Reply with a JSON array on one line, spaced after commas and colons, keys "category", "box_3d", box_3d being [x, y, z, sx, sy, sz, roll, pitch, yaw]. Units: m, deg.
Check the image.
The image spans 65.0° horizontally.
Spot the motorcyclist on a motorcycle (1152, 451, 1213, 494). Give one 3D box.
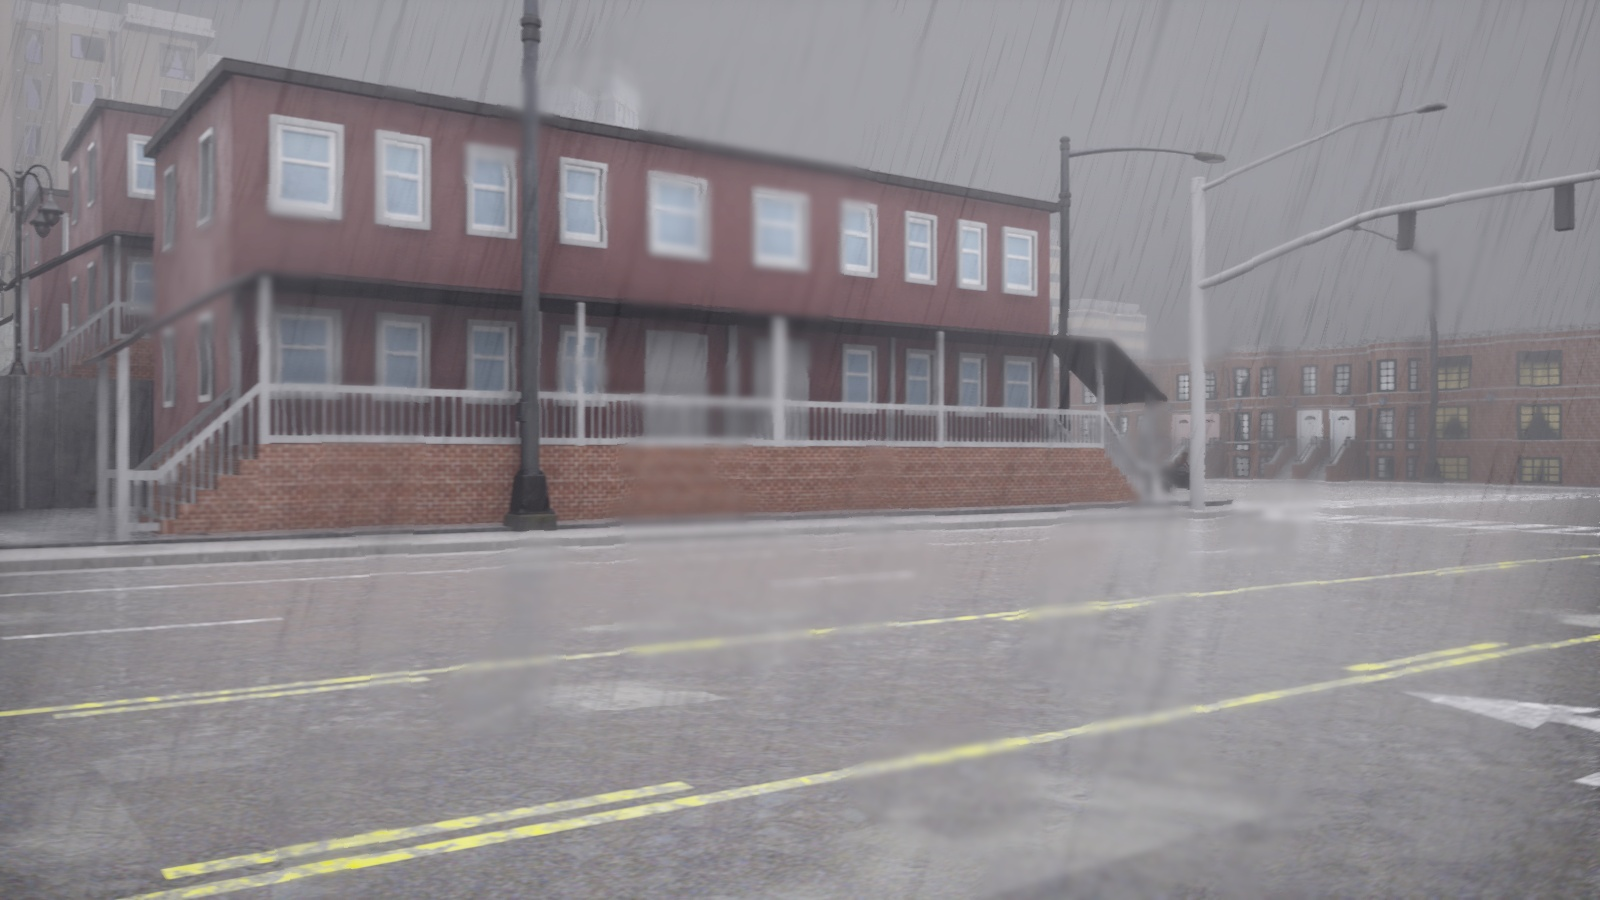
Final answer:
[{"category": "motorcyclist on a motorcycle", "box_3d": [13.929, 0.798, 45.778, 0.797, 1.523, 2.044, 0, 0, -35]}]
